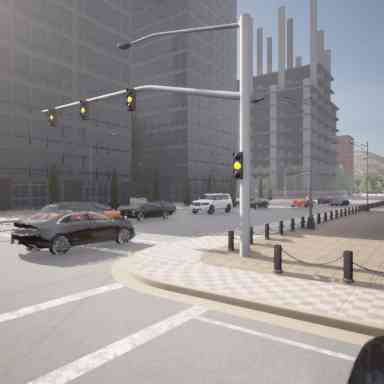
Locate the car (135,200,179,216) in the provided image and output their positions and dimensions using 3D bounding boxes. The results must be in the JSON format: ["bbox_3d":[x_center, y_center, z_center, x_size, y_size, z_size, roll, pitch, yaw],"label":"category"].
[{"bbox_3d":[-3.389,1.508,32.682,1.994,1.385,4.181,0,0,36],"label":"car"}]

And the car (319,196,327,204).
[{"bbox_3d":[22.835,1.422,56.775,1.882,1.535,5.008,0,0,36],"label":"car"}]

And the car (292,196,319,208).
[{"bbox_3d":[15.811,1.296,47.014,2.097,1.767,4.553,0,0,36],"label":"car"}]

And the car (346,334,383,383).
[{"bbox_3d":[3.036,1.564,1.803,4.181,1.385,1.994,0,0,36],"label":"car"}]

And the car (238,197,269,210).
[{"bbox_3d":[8.210,1.422,42.772,1.882,1.535,5.008,0,0,36],"label":"car"}]

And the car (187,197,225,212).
[{"bbox_3d":[1.751,1.436,39.809,2.128,1.511,4.902,0,0,36],"label":"car"}]

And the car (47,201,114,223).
[{"bbox_3d":[-8.468,1.470,25.645,1.812,1.442,4.674,0,0,38],"label":"car"}]

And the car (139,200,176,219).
[{"bbox_3d":[-3.599,1.545,26.404,1.895,1.301,4.718,0,0,36],"label":"car"}]

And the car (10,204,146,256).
[{"bbox_3d":[-4.388,1.436,12.993,2.128,1.511,4.902,0,0,36],"label":"car"}]

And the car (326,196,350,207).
[{"bbox_3d":[22.284,1.492,50.010,2.033,1.411,5.357,0,0,36],"label":"car"}]

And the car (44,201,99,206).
[{"bbox_3d":[-5.692,1.296,17.169,2.097,1.767,4.553,0,0,36],"label":"car"}]

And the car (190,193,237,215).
[{"bbox_3d":[2.109,1.166,34.319,2.150,2.045,5.566,0,0,36],"label":"car"}]
